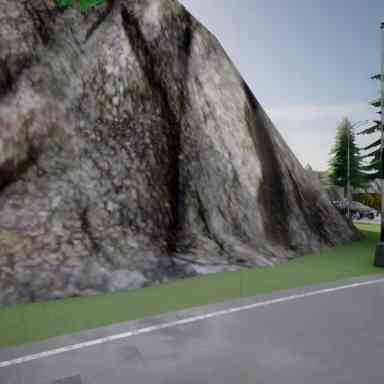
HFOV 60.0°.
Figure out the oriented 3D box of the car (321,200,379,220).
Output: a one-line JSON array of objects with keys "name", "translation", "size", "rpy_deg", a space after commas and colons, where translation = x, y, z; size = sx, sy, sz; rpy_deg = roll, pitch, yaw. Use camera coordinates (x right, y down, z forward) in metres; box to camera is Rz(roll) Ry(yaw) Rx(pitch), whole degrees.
[{"name": "car", "translation": [13.420, 1.492, 28.473], "size": [2.128, 1.511, 4.902], "rpy_deg": [0, 0, -25]}]
